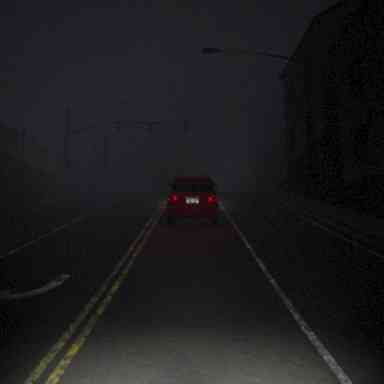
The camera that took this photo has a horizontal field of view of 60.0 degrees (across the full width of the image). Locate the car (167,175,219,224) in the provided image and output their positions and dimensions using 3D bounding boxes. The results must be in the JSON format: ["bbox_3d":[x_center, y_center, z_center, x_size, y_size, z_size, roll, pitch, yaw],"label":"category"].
[{"bbox_3d":[0.035,0.186,15.596,2.150,2.045,5.566,0,5,0],"label":"car"}]

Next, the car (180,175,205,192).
[{"bbox_3d":[0.089,-0.779,31.254,2.128,1.511,4.902,0,1,2],"label":"car"}]
